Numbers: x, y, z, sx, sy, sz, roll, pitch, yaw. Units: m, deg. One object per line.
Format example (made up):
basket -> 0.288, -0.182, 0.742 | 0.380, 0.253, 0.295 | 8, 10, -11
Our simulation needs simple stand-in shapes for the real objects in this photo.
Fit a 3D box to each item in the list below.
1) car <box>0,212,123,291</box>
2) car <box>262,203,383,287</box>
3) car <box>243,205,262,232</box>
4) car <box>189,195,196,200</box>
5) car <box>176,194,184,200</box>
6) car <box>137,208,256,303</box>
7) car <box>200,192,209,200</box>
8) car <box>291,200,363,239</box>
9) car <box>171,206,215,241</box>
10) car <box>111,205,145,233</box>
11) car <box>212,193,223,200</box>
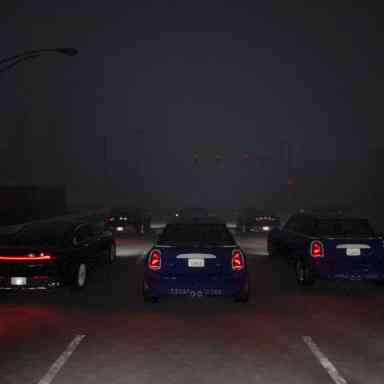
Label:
car -> -3.400, 1.505, 8.977 | 1.837, 1.490, 4.892 | 0, 0, 0
car -> 3.601, 1.352, 9.525 | 2.097, 1.767, 4.553 | 0, 0, 0
car -> 3.591, 1.505, 18.466 | 1.837, 1.490, 4.892 | 0, 0, 1
car -> 0.141, 1.516, 91.466 | 1.812, 1.442, 4.674 | 0, 0, 0
car -> -3.360, 1.469, 91.054 | 1.882, 1.535, 5.008 | 0, 0, 0
car -> 0.095, 1.352, 8.393 | 2.097, 1.767, 4.553 | 0, 0, 0
car -> 3.640, 1.531, 91.044 | 2.033, 1.411, 5.357 | 0, 0, 0
car -> 7.086, 1.352, 18.077 | 2.097, 1.767, 4.553 | 0, 0, 1
car -> 0.086, 1.547, 17.929 | 2.033, 1.411, 5.357 | 0, 0, 1
car -> -3.411, 1.505, 18.260 | 1.837, 1.490, 4.892 | 0, 0, 1
car -> 7.140, 1.216, 91.069 | 2.150, 2.045, 5.566 | 0, 0, 0
